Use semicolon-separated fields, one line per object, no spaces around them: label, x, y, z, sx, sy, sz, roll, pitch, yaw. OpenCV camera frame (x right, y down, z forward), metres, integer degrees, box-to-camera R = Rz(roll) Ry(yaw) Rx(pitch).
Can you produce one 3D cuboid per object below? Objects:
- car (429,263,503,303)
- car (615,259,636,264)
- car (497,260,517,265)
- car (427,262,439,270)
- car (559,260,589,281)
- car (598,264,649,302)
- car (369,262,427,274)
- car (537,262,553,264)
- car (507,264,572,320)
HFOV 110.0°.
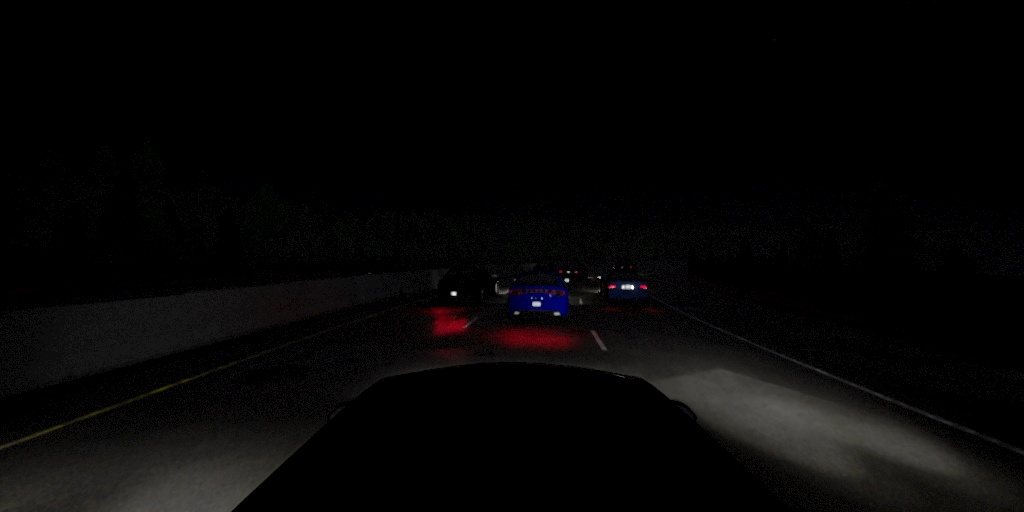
car;-1.905;1.242;16.660;1.837;1.490;4.892;0;0;10
car;11.336;1.118;35.947;2.097;1.767;4.553;0;0;24
car;-0.850;1.263;43.365;2.128;1.511;4.902;0;0;26
car;-9.579;1.353;40.992;1.895;1.301;4.718;0;0;23
car;5.278;1.302;30.529;2.033;1.411;5.357;0;0;20
car;5.176;1.305;16.980;2.033;1.411;5.357;0;0;11
car;-9.710;1.276;30.230;2.033;1.411;5.357;0;0;17
car;3.324;1.283;35.048;1.812;1.442;4.674;0;0;22
car;1.013;1.225;12.722;1.882;1.535;5.008;0;0;7
